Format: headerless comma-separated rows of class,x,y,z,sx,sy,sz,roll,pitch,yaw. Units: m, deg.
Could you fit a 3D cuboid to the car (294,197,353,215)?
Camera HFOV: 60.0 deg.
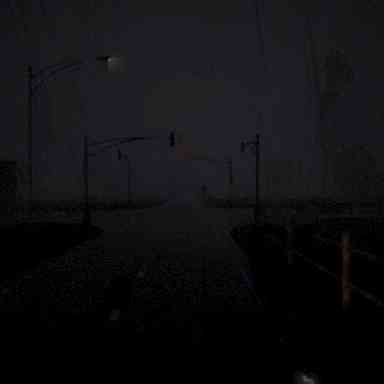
car,11.571,1.172,29.352,5.008,1.535,1.882,-1,1,0
